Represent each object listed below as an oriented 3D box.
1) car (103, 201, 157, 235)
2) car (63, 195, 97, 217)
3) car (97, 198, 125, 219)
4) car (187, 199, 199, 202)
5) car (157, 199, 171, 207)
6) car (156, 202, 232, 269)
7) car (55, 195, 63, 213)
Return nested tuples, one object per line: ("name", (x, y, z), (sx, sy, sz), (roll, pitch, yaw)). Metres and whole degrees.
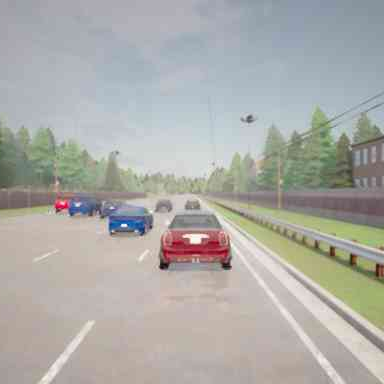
("car", (-3.401, 1.538, 19.164), (1.882, 1.535, 5.008), (0, 0, 0))
("car", (-10.401, 1.326, 32.972), (2.150, 2.045, 5.566), (0, 0, 0))
("car", (-6.901, 1.448, 30.731), (2.097, 1.767, 4.553), (0, 0, 0))
("car", (0.098, 1.626, 42.793), (2.128, 1.511, 4.902), (0, 0, 0))
("car", (-3.403, 1.636, 41.622), (1.837, 1.490, 4.892), (0, 0, 0))
("car", (0.100, 1.387, 11.453), (2.097, 1.767, 4.553), (0, 0, 0))
("car", (-13.902, 1.343, 38.441), (2.150, 2.045, 5.566), (0, 0, 0))
